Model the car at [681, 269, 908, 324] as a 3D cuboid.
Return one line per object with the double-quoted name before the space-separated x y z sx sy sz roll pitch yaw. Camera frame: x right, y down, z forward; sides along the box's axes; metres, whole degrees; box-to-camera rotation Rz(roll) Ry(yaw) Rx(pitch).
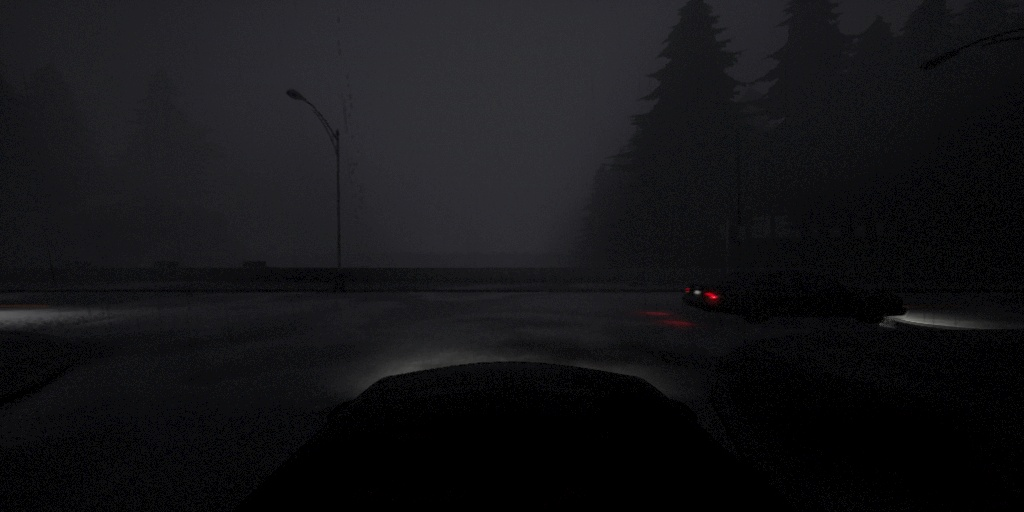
"car" 7.821 1.098 10.297 5.357 1.411 2.033 0 1 0
